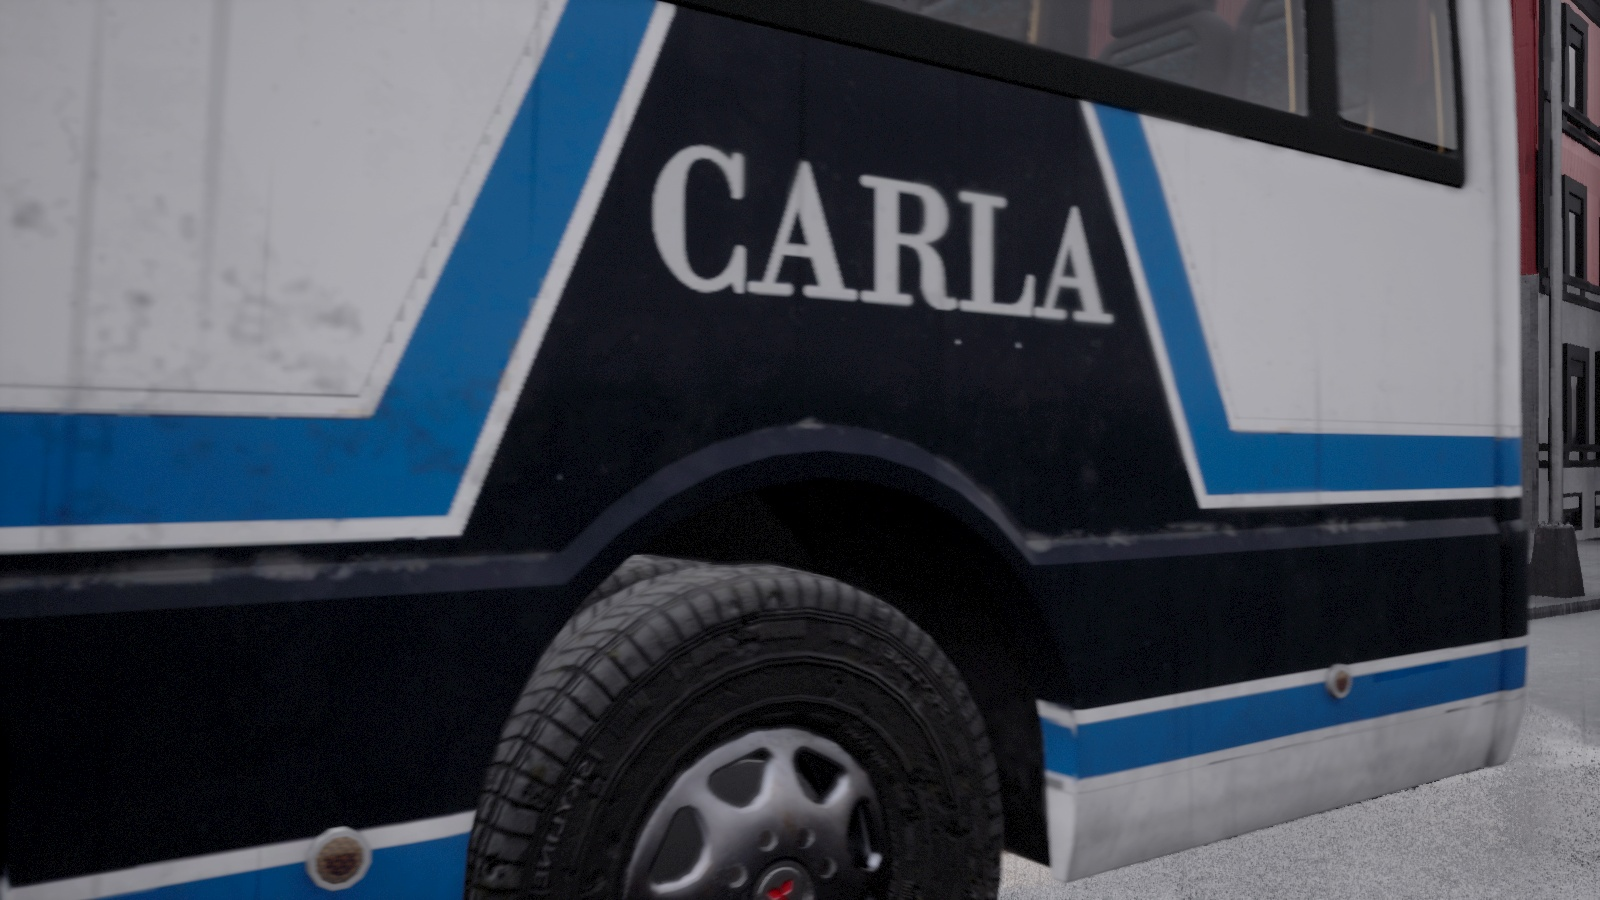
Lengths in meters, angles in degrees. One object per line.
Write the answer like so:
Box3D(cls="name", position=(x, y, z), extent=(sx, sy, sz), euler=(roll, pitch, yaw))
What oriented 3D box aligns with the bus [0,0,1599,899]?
Box3D(cls="bus", position=(-3.059, -0.620, 2.143), extent=(10.273, 4.253, 3.944), euler=(0, 0, -35))
